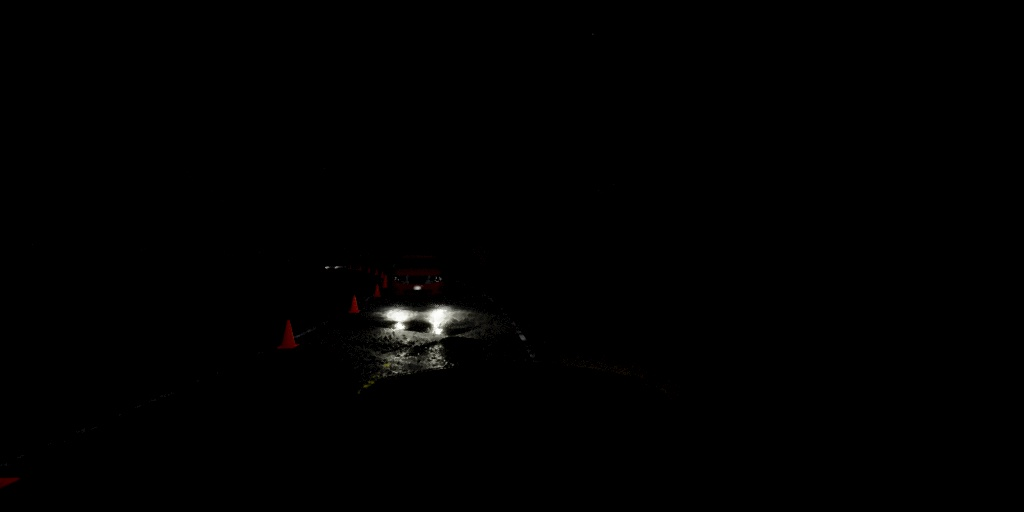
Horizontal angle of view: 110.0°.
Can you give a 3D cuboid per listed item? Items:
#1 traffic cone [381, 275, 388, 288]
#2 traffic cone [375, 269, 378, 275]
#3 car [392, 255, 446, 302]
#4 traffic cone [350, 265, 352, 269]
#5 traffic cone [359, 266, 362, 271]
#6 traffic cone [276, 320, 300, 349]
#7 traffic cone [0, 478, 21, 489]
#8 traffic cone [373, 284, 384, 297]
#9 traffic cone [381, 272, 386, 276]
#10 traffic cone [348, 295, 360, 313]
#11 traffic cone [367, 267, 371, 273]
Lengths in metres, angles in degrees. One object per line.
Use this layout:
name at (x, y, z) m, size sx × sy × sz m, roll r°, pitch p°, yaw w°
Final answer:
traffic cone at (-7.811, 1.656, 22.061) m, size 0.340 × 0.580 × 0.340 m, roll 0°, pitch 0°, yaw -17°
traffic cone at (-13.380, 1.578, 35.455) m, size 0.340 × 0.580 × 0.340 m, roll 0°, pitch 0°, yaw -28°
car at (-4.498, 0.948, 17.407) m, size 2.150 × 2.045 × 5.566 m, roll 0°, pitch 0°, yaw -13°
traffic cone at (-21.400, 1.483, 47.542) m, size 0.340 × 0.580 × 0.340 m, roll 0°, pitch 0°, yaw -39°
traffic cone at (-18.471, 1.515, 43.687) m, size 0.340 × 0.580 × 0.340 m, roll 0°, pitch 0°, yaw -35°
traffic cone at (-4.897, 1.697, 7.851) m, size 0.340 × 0.580 × 0.340 m, roll 0°, pitch 0°, yaw -6°
traffic cone at (-4.538, 1.703, 3.023) m, size 0.340 × 0.580 × 0.340 m, roll 0°, pitch 0°, yaw -2°
traffic cone at (-6.537, 1.673, 17.390) m, size 0.340 × 0.580 × 0.340 m, roll 0°, pitch 0°, yaw -13°
traffic cone at (-9.380, 1.634, 26.642) m, size 0.340 × 0.580 × 0.340 m, roll 0°, pitch 0°, yaw -21°
traffic cone at (-5.564, 1.687, 12.647) m, size 0.340 × 0.580 × 0.340 m, roll 0°, pitch 0°, yaw -10°
traffic cone at (-15.794, 1.546, 39.653) m, size 0.340 × 0.580 × 0.340 m, roll 0°, pitch 0°, yaw -32°
